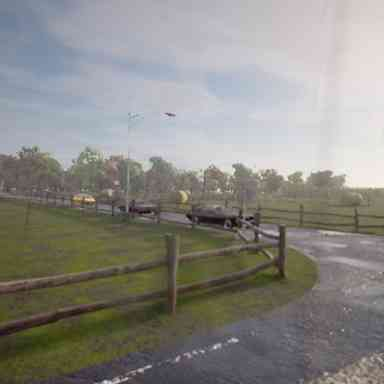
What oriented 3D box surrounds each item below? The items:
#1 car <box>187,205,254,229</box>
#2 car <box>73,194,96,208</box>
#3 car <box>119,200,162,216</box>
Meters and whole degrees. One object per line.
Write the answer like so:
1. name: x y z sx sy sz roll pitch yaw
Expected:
1. car: 1.763 1.488 20.092 1.895 1.301 4.718 2 0 -37
2. car: -13.059 1.042 40.325 1.882 1.535 5.008 2 1 -36
3. car: -4.424 1.352 28.492 1.895 1.301 4.718 2 0 -36
